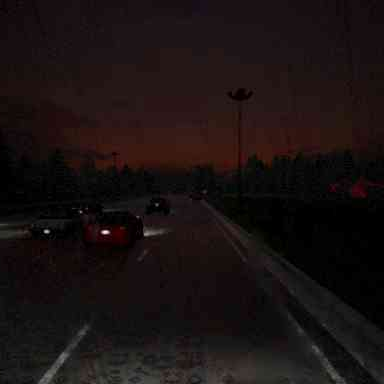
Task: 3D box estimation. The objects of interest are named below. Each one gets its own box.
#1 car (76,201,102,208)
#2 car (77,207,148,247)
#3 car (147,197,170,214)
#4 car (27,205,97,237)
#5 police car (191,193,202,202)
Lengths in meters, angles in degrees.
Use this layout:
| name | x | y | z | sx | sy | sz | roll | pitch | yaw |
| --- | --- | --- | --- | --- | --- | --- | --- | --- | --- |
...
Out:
| name | x | y | z | sx | sy | sz | roll | pitch | yaw |
| --- | --- | --- | --- | --- | --- | --- | --- | --- | --- |
| car | -10.397 | 1.577 | 33.225 | 1.895 | 1.301 | 4.718 | 0 | 0 | 0 |
| car | -3.398 | 1.553 | 15.053 | 1.994 | 1.385 | 4.181 | 0 | 0 | 0 |
| car | -3.394 | 1.328 | 34.457 | 2.097 | 1.767 | 4.553 | 0 | 0 | 0 |
| car | -6.898 | 1.588 | 18.012 | 1.895 | 1.301 | 4.718 | 0 | 0 | 0 |
| police car | 1.233 | 1.371 | 76.356 | 1.930 | 1.638 | 5.238 | 0 | 0 | 0 |
